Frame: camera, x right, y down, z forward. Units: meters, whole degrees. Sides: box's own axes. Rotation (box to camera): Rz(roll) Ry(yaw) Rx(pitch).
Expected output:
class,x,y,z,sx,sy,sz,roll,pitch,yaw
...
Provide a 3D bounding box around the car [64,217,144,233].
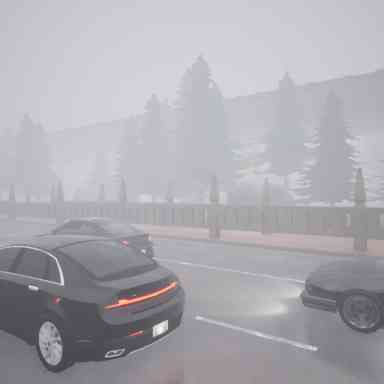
class,x,y,z,sx,sy,sz,roll,pitch,yaw
car,-3.274,1.526,10.614,4.674,1.442,1.812,0,0,35

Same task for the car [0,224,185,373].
class,x,y,z,sx,sy,sz,roll,pitch,yaw
car,-2.380,1.505,5.684,4.892,1.490,1.837,0,0,35

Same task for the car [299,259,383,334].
class,x,y,z,sx,sy,sz,roll,pitch,yaw
car,4.541,1.547,5.053,5.357,1.411,2.033,0,0,35
